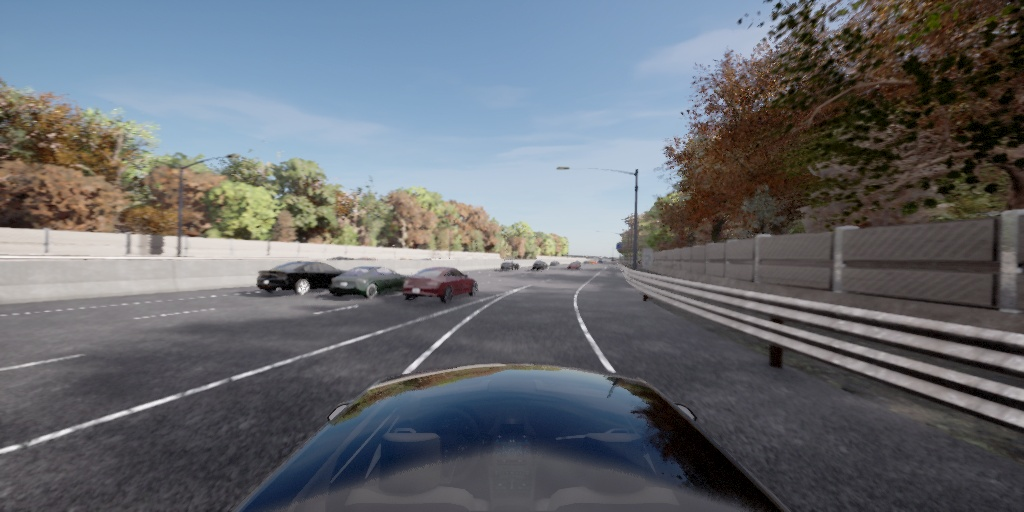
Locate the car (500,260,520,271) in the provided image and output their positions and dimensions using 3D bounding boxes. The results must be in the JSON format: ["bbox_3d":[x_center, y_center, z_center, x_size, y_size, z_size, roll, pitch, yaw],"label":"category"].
[{"bbox_3d":[-0.227,1.386,51.682,2.128,1.511,4.902,1,0,16],"label":"car"}]

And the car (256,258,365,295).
[{"bbox_3d":[-9.911,0.997,17.808,1.882,1.535,5.008,1,0,16],"label":"car"}]

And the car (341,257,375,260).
[{"bbox_3d":[-19.701,0.885,47.400,1.882,1.535,5.008,1,0,17],"label":"car"}]

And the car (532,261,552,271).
[{"bbox_3d":[4.342,1.525,54.917,1.837,1.490,4.892,1,0,16],"label":"car"}]

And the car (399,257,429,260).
[{"bbox_3d":[-12.870,1.129,45.871,1.994,1.385,4.181,1,0,17],"label":"car"}]

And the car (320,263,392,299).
[{"bbox_3d":[-6.513,1.163,16.965,1.994,1.385,4.181,1,0,16],"label":"car"}]

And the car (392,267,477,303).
[{"bbox_3d":[-3.107,1.203,16.125,1.812,1.442,4.674,1,0,16],"label":"car"}]
